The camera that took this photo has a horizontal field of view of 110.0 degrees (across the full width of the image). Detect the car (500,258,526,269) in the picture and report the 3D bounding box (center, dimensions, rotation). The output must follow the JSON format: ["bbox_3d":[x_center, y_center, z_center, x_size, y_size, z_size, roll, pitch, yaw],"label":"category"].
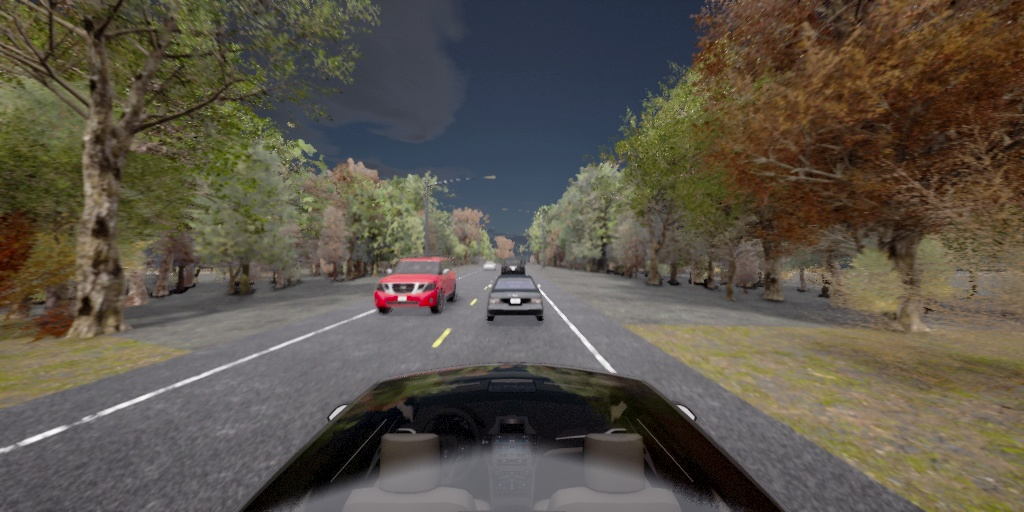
[{"bbox_3d":[0.099,1.178,32.668,2.150,2.045,5.566,0,0,0],"label":"car"}]

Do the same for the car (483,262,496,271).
[{"bbox_3d":[-3.551,1.648,57.554,1.812,1.442,4.674,0,0,0],"label":"car"}]

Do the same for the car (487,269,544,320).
[{"bbox_3d":[0.099,1.372,12.931,2.033,1.411,5.357,0,0,0],"label":"car"}]

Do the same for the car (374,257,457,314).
[{"bbox_3d":[-3.600,1.057,14.513,2.150,2.045,5.566,0,0,0],"label":"car"}]
